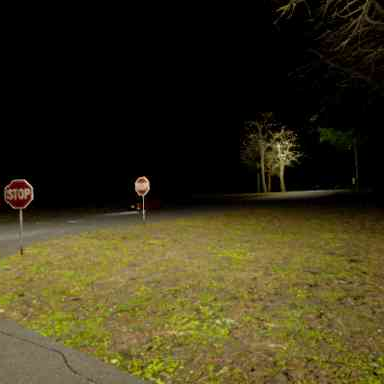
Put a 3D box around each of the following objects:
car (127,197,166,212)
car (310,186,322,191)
[{"bbox_3d":[-4.375,1.155,32.412,1.994,1.385,4.181,-3,0,34],"label":"car"},{"bbox_3d":[32.006,-0.938,85.993,1.895,1.301,4.718,-3,0,34],"label":"car"}]
